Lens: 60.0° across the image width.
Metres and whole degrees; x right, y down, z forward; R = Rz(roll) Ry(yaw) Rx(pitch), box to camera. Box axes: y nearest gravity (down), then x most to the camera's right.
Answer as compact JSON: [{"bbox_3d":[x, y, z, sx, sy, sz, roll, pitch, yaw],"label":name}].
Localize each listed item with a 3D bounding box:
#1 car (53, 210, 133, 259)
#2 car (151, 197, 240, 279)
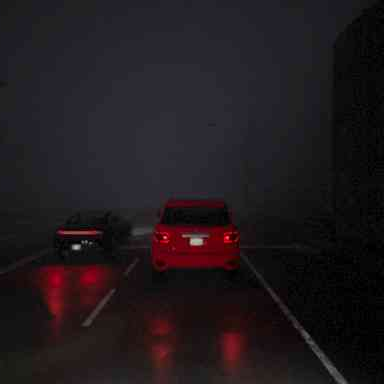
[{"bbox_3d":[-3.422,1.415,12.295,2.128,1.511,4.902,0,0,0],"label":"car"},{"bbox_3d":[0.087,1.160,10.002,2.150,2.045,5.566,0,1,0],"label":"car"}]
